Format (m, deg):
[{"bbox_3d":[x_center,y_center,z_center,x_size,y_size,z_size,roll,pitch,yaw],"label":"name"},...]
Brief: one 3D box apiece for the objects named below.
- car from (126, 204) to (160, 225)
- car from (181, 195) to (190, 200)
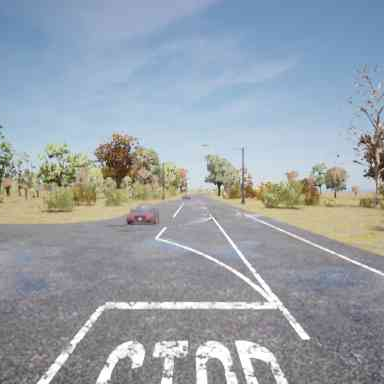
[{"bbox_3d":[-3.436,1.594,23.962,1.994,1.385,4.181,0,0,0],"label":"car"},{"bbox_3d":[-1.765,1.472,93.999,1.882,1.535,5.008,0,0,7],"label":"car"}]
